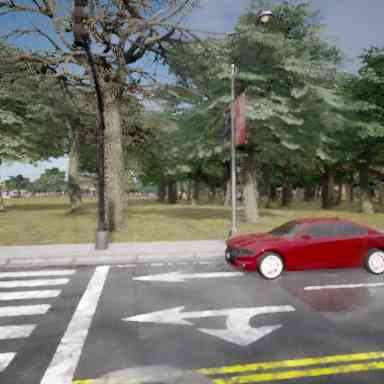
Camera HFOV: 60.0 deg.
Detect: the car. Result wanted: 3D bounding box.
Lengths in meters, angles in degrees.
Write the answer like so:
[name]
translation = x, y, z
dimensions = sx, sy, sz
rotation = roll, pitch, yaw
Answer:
[car]
translation = 3.465, 1.483, 9.669
dimensions = 5.008, 1.535, 1.882
rotation = 0, 0, -10
